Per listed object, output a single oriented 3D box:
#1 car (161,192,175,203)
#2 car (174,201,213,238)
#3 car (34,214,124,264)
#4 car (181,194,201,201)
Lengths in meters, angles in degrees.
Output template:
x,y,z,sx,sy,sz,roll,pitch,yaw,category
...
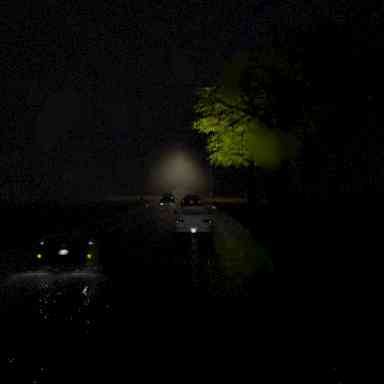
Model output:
x,y,z,sx,sy,sz,roll,pitch,yaw,category
-3.960,0.839,54.551,2.097,1.767,4.553,0,1,0,car
0.060,1.399,16.683,1.812,1.442,4.674,0,0,0,car
-3.620,1.482,11.380,1.994,1.385,4.181,0,0,0,car
-0.071,1.043,35.523,2.097,1.767,4.553,0,1,-1,car
